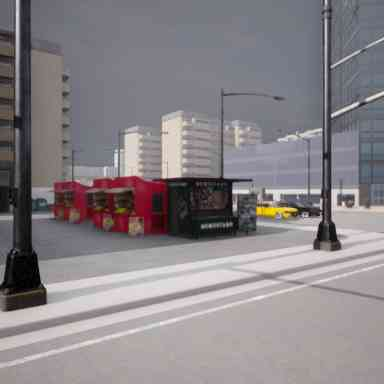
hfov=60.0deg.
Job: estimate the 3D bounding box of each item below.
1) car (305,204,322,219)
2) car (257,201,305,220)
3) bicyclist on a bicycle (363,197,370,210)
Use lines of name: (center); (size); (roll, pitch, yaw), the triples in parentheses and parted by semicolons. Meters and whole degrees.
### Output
car: (9.901, 1.622, 31.535); (1.882, 1.535, 5.008); (0, -1, -36)
car: (7.057, 1.621, 29.471); (1.882, 1.535, 5.008); (0, -1, -36)
bicyclist on a bicycle: (22.311, 1.461, 42.485); (1.656, 1.620, 0.582); (0, 0, -36)
